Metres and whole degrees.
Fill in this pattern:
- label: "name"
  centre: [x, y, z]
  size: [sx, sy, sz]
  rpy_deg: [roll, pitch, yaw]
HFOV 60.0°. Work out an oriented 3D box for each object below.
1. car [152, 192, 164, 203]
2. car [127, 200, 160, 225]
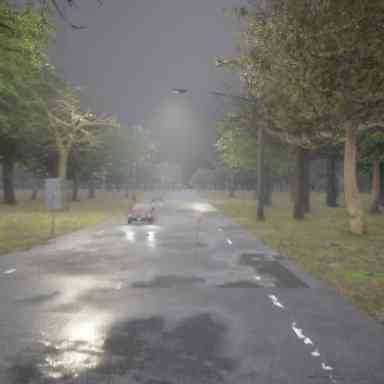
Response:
- label: "car"
  centre: [-6.845, 1.058, 66.596]
  size: [2.150, 2.045, 5.566]
  rpy_deg: [0, 1, -5]
- label: "car"
  centre: [-3.641, 1.592, 25.123]
  size: [1.812, 1.442, 4.674]
  rpy_deg: [0, 0, 0]
